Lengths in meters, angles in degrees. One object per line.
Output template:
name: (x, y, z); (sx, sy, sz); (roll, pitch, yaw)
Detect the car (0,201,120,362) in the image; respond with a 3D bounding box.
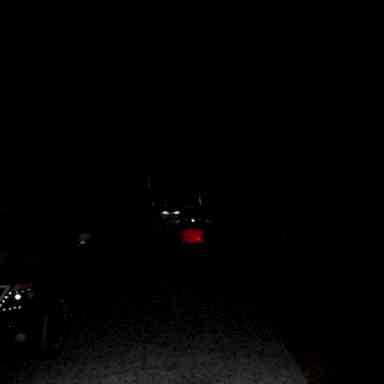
car: (-2.879, 1.231, 6.320); (2.150, 2.045, 5.566); (0, 0, 0)

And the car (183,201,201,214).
car: (-0.021, 1.953, 42.883); (2.128, 1.511, 4.902); (0, -1, 0)

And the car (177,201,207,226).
car: (0.063, 1.657, 24.489); (1.837, 1.490, 4.892); (0, 0, 0)

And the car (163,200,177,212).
car: (-2.982, 1.934, 48.223); (2.097, 1.767, 4.553); (0, -1, 0)
